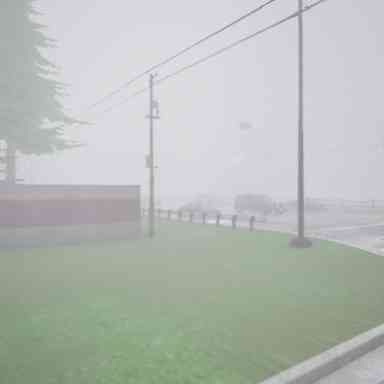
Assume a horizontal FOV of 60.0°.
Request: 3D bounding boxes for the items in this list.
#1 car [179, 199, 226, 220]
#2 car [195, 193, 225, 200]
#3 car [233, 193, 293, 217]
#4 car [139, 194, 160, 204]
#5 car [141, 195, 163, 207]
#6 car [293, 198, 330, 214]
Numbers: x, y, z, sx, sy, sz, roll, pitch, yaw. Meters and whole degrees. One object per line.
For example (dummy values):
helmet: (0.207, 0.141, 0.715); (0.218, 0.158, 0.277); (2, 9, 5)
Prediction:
car: (0.671, 1.541, 27.632); (1.994, 1.385, 4.181); (0, 0, -36)
car: (2.598, 1.178, 48.863); (2.150, 2.045, 5.566); (0, 0, -36)
car: (6.364, 1.182, 31.704); (2.150, 2.045, 5.566); (0, 1, -36)
car: (-8.121, 1.362, 63.826); (2.097, 1.767, 4.553); (0, 0, -36)
car: (-6.177, 1.445, 49.052); (1.882, 1.535, 5.008); (0, 0, -36)
car: (12.266, 1.448, 35.493); (2.128, 1.511, 4.902); (0, 0, -36)
